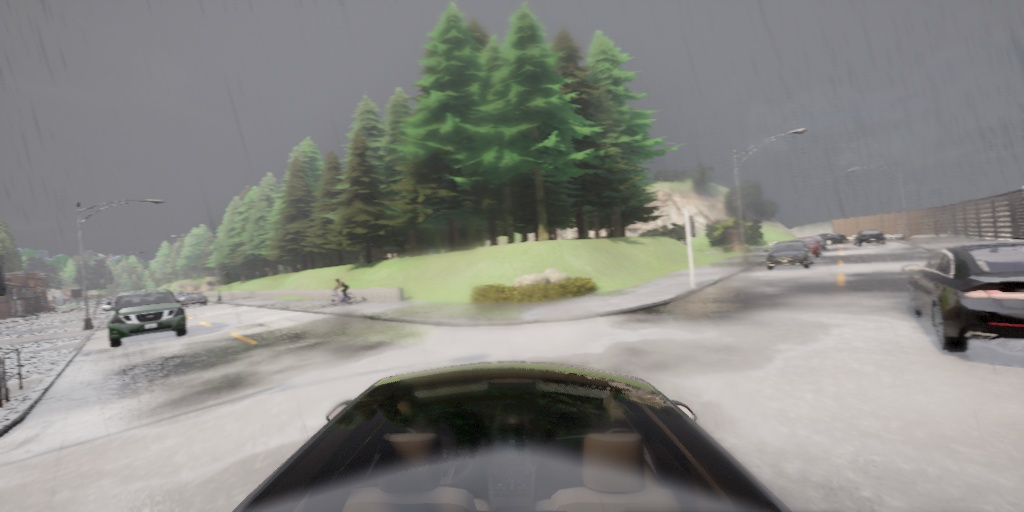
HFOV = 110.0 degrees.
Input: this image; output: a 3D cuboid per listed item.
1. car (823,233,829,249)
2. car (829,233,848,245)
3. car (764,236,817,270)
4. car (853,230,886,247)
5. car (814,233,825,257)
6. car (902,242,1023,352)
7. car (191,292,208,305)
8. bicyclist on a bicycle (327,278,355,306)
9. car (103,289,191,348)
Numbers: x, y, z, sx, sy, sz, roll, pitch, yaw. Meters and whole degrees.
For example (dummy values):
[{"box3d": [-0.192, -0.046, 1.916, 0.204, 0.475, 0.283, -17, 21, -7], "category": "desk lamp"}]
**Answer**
[{"box3d": [29.300, -1.252, 34.907, 1.812, 1.442, 4.674, -6, 0, 43], "category": "car"}, {"box3d": [38.926, -2.107, 44.799, 1.837, 1.490, 4.892, -5, 0, -7], "category": "car"}, {"box3d": [15.925, -0.116, 20.566, 1.837, 1.490, 4.892, -6, 0, 43], "category": "car"}, {"box3d": [35.001, -1.826, 35.212, 1.882, 1.535, 5.008, -6, 0, 39], "category": "car"}, {"box3d": [22.391, -0.702, 27.533, 1.882, 1.535, 5.008, -6, 0, 43], "category": "car"}, {"box3d": [7.976, 0.523, 5.792, 2.128, 1.511, 4.902, -6, 0, 43], "category": "car"}, {"box3d": [-33.695, 4.614, 37.964, 5.357, 1.411, 2.033, -6, 0, 43], "category": "car"}, {"box3d": [-10.328, 2.161, 21.649, 0.582, 1.620, 1.656, -6, -1, 43], "category": "bicyclist on a bicycle"}, {"box3d": [-15.761, 2.502, 15.489, 5.566, 2.045, 2.150, -6, 0, 43], "category": "car"}]
